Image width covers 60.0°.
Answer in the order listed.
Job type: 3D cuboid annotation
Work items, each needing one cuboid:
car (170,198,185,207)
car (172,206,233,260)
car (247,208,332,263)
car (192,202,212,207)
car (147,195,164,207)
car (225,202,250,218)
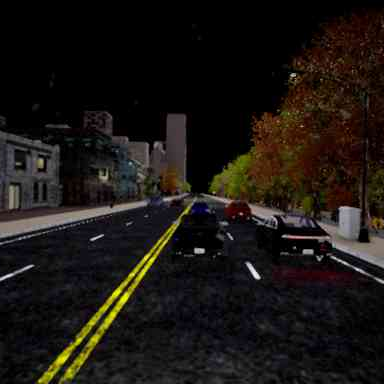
[{"bbox_3d":[-2.132,1.615,50.420,1.994,1.385,4.181,1,0,2],"label":"car"},{"bbox_3d":[0.309,1.535,12.544,1.837,1.490,4.892,1,0,2],"label":"car"},{"bbox_3d":[3.554,1.579,12.354,2.128,1.511,4.902,1,0,2],"label":"car"},{"bbox_3d":[0.712,1.590,28.415,1.812,1.442,4.674,1,0,2],"label":"car"},{"bbox_3d":[-5.392,1.343,49.974,2.097,1.767,4.553,1,0,2],"label":"car"},{"bbox_3d":[3.979,1.602,28.877,1.882,1.535,5.008,1,0,2],"label":"car"}]
